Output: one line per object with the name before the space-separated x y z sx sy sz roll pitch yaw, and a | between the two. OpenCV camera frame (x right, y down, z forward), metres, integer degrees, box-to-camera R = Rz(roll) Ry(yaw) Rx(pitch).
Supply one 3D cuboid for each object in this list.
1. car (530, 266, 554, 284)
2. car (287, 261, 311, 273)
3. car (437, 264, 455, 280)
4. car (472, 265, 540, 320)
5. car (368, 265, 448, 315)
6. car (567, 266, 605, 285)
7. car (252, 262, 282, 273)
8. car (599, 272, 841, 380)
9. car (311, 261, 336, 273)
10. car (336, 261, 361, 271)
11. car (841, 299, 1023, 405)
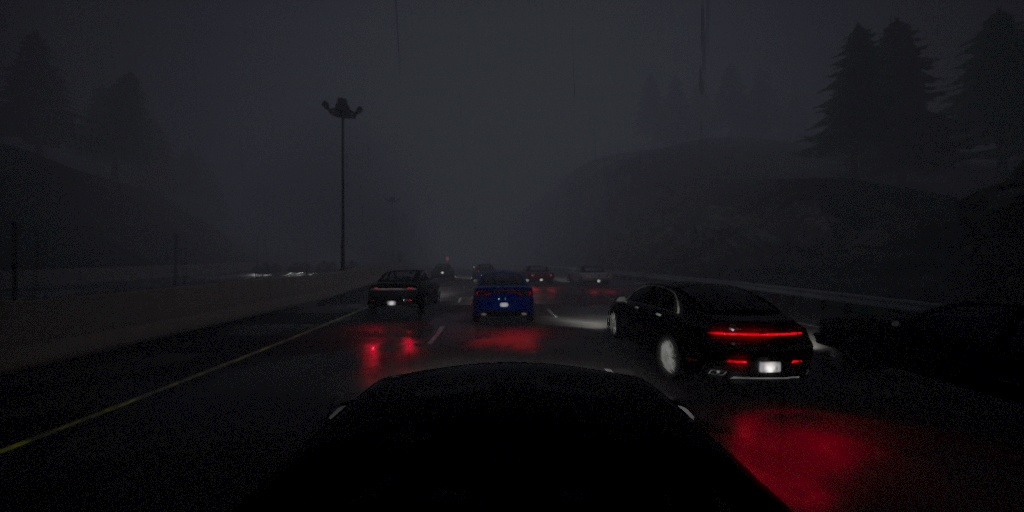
car | 1.736 1.371 27.020 1.895 1.301 4.718 0 0 -8
car | -27.531 1.405 46.752 2.033 1.411 5.357 0 0 -15
car | -6.071 1.357 31.571 1.994 1.385 4.181 0 0 -9
car | -0.360 1.239 12.681 1.882 1.535 5.008 0 0 -3
car | -3.922 1.262 13.635 2.128 1.511 4.902 0 0 -4
car | 5.433 1.361 25.778 1.895 1.301 4.718 0 0 -7
car | -30.680 1.464 44.989 1.895 1.301 4.718 0 0 -15
car | 3.405 1.252 7.247 1.837 1.490 4.892 0 0 -2
car | -23.809 1.340 46.292 2.128 1.511 4.902 0 0 -15
car | -19.438 1.361 43.406 1.812 1.442 4.674 0 0 -14
car | 7.008 1.284 4.680 2.033 1.411 5.357 0 0 -1
